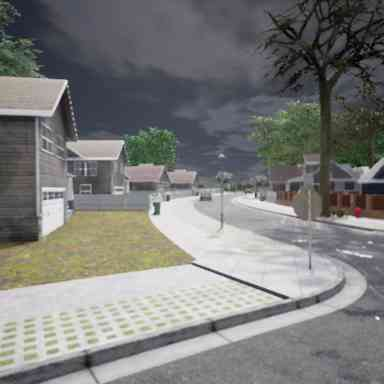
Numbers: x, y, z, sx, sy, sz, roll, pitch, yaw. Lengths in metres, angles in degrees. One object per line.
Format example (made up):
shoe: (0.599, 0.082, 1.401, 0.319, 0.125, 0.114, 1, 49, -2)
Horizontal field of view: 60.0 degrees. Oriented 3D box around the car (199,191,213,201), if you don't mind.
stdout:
car: (2.331, 0.681, 54.958, 1.837, 1.490, 4.892, -1, 1, 6)
